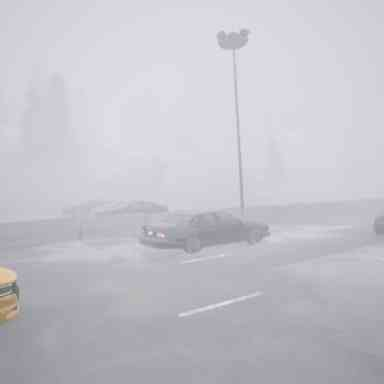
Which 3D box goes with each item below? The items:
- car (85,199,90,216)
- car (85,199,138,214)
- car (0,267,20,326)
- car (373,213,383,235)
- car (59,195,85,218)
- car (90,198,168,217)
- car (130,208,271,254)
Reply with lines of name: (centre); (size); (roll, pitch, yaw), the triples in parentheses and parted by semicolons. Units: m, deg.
car: (-5.496, 1.336, 25.865); (4.674, 1.442, 1.812); (-1, 1, -35)
car: (-7.853, 1.376, 32.780); (4.718, 1.301, 1.895); (-1, 1, -35)
car: (-5.101, 1.514, 4.406); (5.008, 1.535, 1.882); (-2, 1, -36)
car: (10.201, 1.254, 15.337); (4.181, 1.385, 1.994); (-1, 1, -36)
car: (-8.365, 1.307, 28.119); (5.008, 1.535, 1.882); (-1, 1, -35)
car: (-3.982, 1.299, 22.647); (5.008, 1.535, 1.882); (-1, 1, -35)
car: (0.619, 1.402, 12.793); (5.357, 1.411, 2.033); (-1, 1, -36)
